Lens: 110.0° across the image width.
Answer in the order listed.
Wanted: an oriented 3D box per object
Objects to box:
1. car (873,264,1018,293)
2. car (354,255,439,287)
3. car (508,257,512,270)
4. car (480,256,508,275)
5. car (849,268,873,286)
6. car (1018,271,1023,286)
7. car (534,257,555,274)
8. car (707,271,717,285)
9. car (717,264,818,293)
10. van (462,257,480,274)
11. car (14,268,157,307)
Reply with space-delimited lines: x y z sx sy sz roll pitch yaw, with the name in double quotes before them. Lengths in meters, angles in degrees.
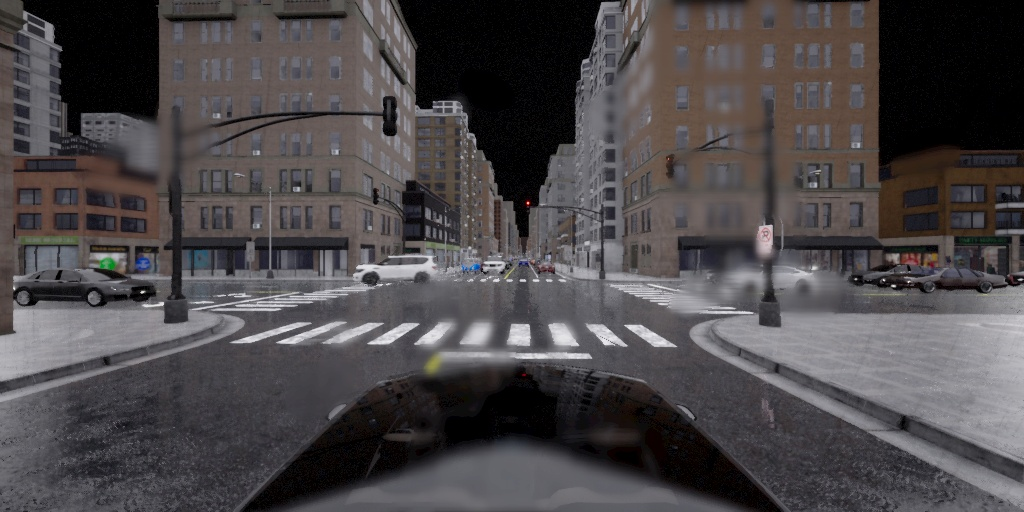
"car" 24.374 1.325 20.329 5.357 1.411 2.033 0 0 2
"car" -7.862 0.960 24.756 5.566 2.045 2.150 0 2 -21
"car" -1.464 1.135 53.863 2.097 1.767 4.553 0 0 2
"car" -1.952 0.995 40.128 2.150 2.045 5.566 0 -1 2
"car" 25.083 1.283 23.559 4.892 1.490 1.837 0 0 2
"car" 35.066 1.360 23.258 4.181 1.385 1.994 0 0 2
"car" 3.850 1.210 40.936 1.967 1.591 4.097 0 0 2
"car" 15.667 1.257 23.836 4.902 1.511 2.128 0 0 2
"car" 14.787 1.291 20.610 4.674 1.442 1.812 0 0 3
"van" -4.671 1.111 41.228 1.690 1.789 3.998 0 0 2
"car" -17.631 1.239 14.858 4.892 1.490 1.837 0 0 2
